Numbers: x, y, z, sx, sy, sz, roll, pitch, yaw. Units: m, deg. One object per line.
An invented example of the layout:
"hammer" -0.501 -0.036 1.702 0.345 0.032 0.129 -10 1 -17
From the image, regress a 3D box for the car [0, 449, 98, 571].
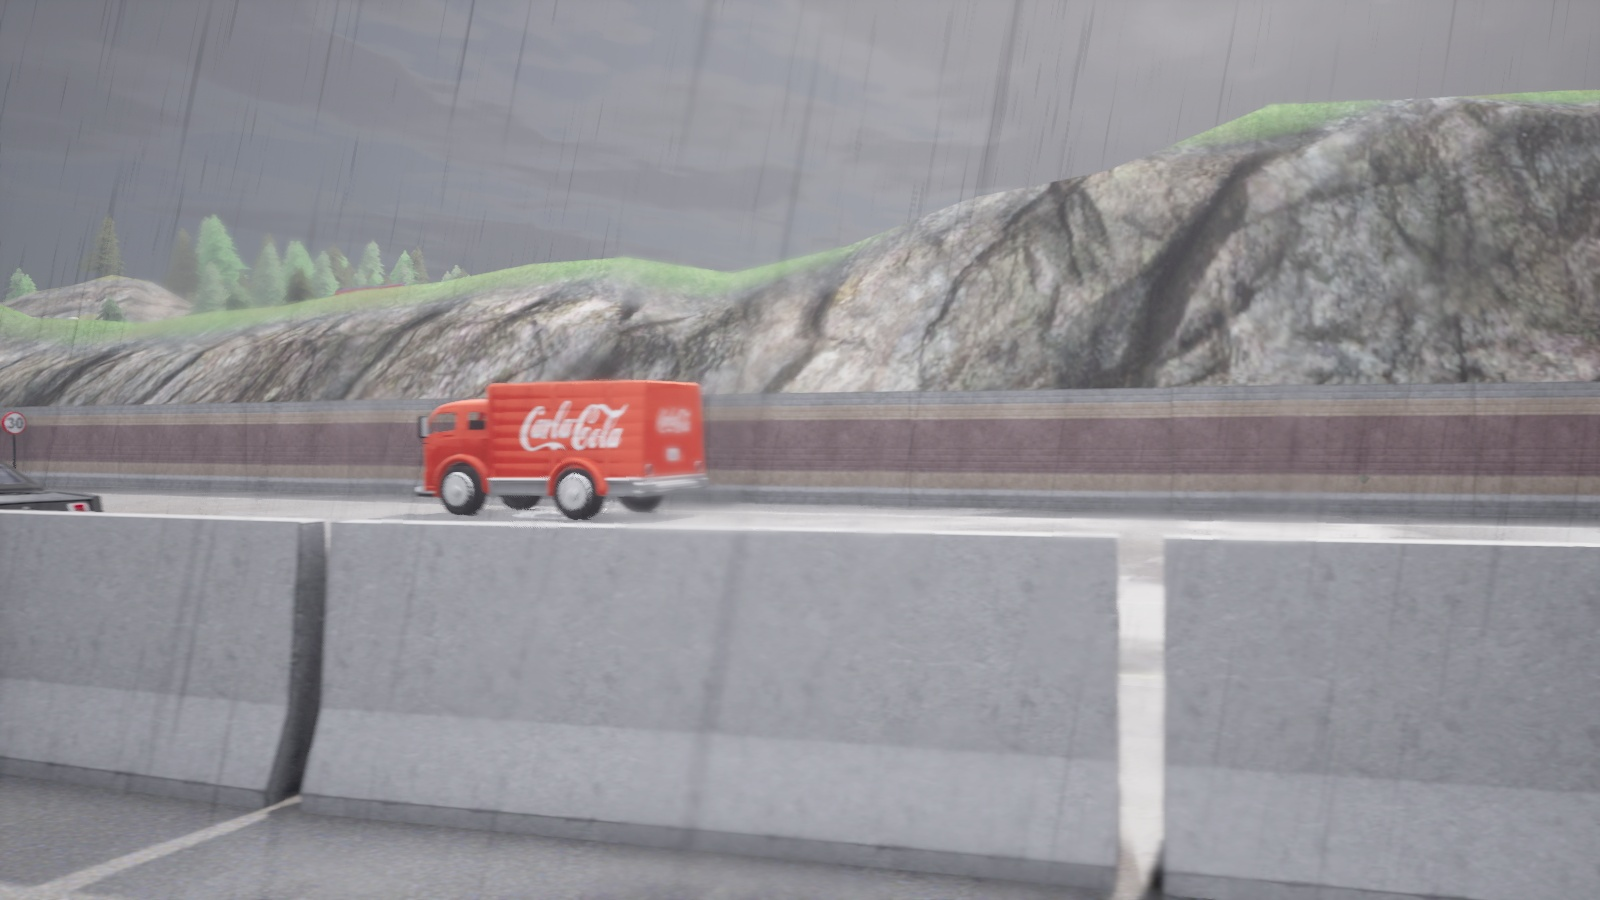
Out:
"car" -10.839 0.650 14.947 4.718 1.301 1.895 1 1 24

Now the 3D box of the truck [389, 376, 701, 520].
"truck" -4.795 -0.057 23.747 5.204 2.467 2.627 0 1 24
